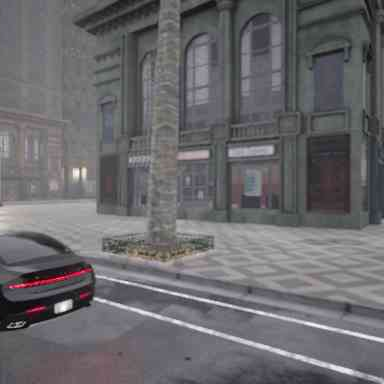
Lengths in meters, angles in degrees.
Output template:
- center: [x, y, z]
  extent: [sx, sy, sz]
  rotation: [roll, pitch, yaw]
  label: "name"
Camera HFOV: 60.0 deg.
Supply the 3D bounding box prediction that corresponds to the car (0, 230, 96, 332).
- center: [-3.940, 1.508, 6.496]
  extent: [4.892, 1.490, 1.837]
  rotation: [0, 0, 35]
  label: "car"
